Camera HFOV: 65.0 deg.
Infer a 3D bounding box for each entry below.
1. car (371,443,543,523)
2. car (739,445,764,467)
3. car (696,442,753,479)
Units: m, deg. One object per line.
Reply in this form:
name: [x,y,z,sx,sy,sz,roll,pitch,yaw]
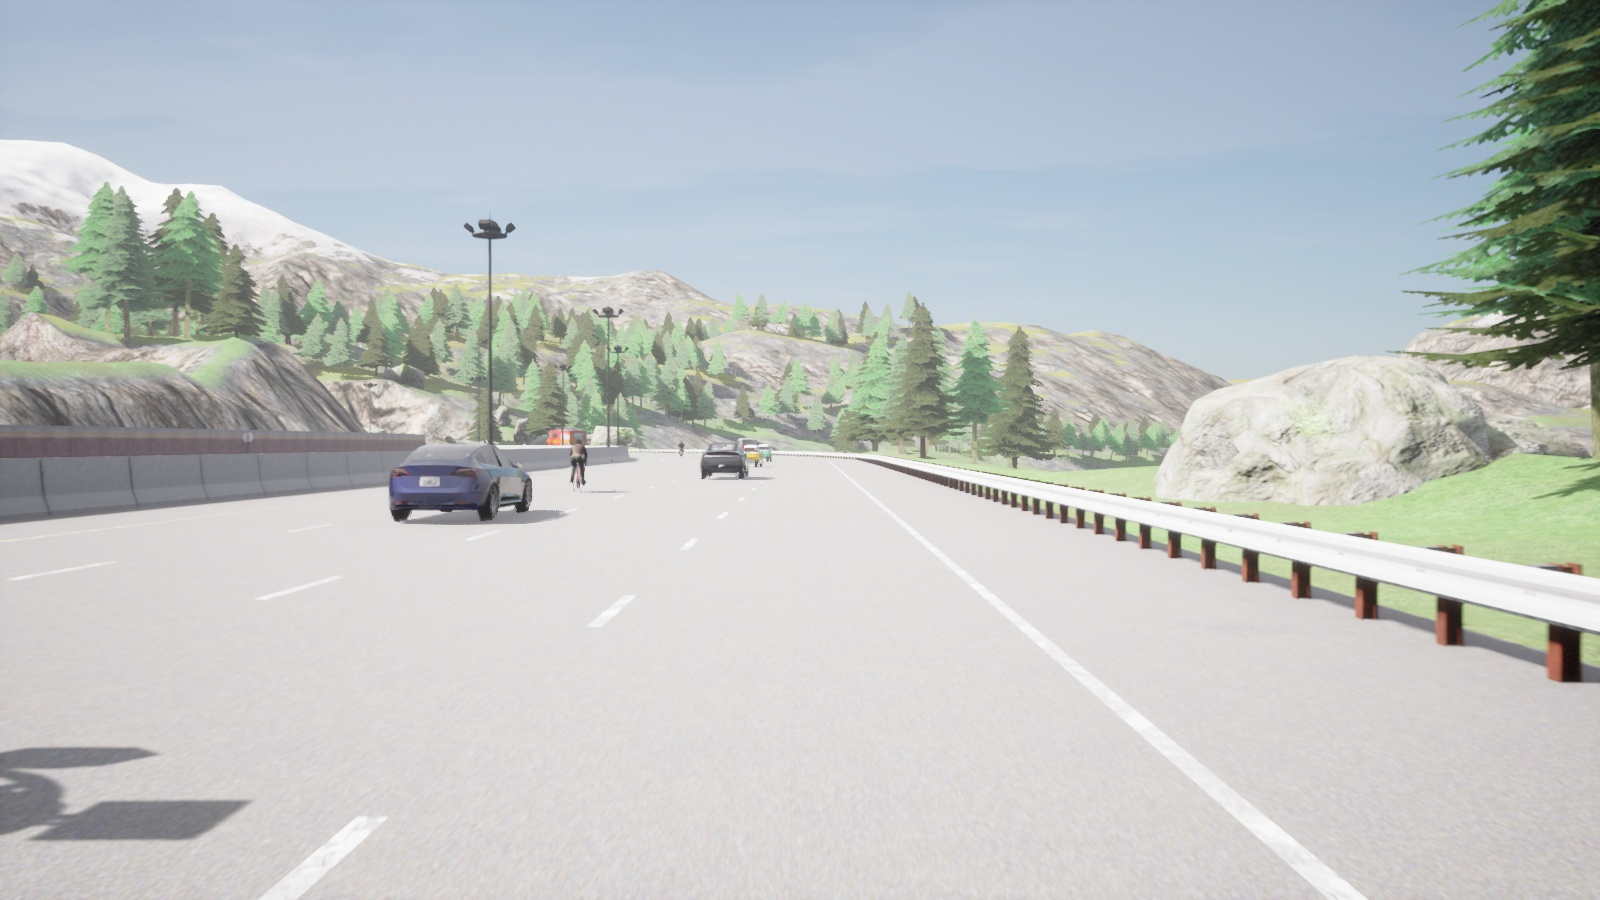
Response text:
car: [-6.838,0.596,25.613,2.163,1.488,4.792,0,0,0]
car: [-3.033,0.356,78.488,1.481,1.376,2.207,0,1,0]
car: [-3.176,0.398,53.625,2.128,1.511,4.902,0,0,0]
